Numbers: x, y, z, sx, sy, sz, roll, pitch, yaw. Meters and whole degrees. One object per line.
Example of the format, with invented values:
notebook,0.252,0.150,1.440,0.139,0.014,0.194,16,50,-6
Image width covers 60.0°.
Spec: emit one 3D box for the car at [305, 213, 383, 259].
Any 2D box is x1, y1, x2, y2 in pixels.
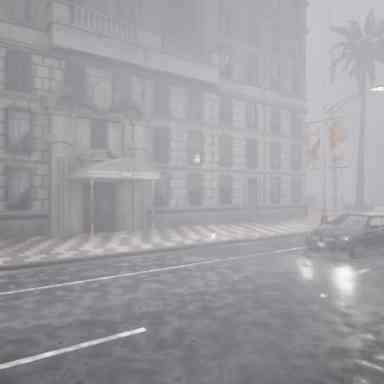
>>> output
car,6.345,1.547,12.743,4.674,1.442,1.812,0,0,-35
